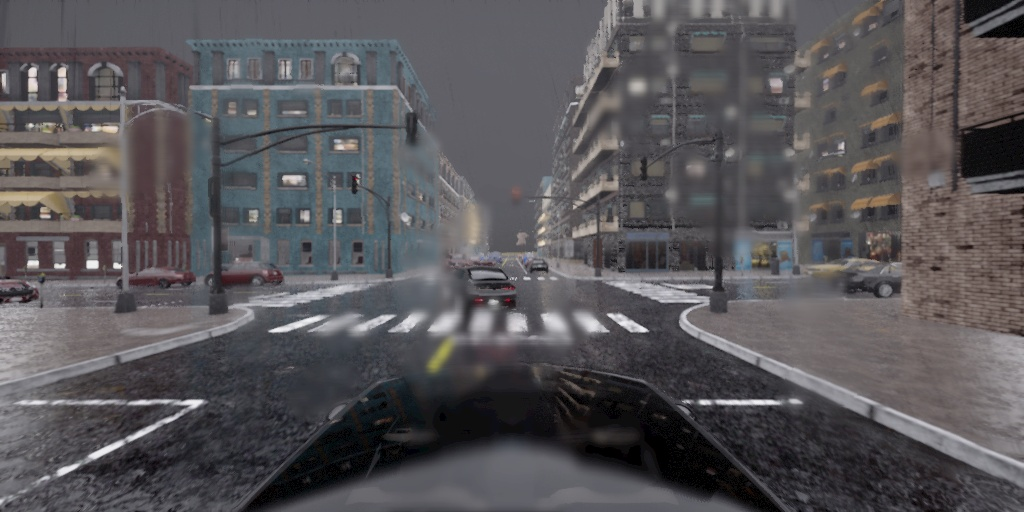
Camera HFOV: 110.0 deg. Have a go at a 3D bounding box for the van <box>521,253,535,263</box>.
[{"bbox_3d":[2.557,0.502,51.521,1.690,1.789,3.998,0,0,0],"label":"van"}]

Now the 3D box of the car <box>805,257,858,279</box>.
[{"bbox_3d":[21.130,0.760,22.413,4.829,1.417,1.751,0,0,0],"label":"car"}]

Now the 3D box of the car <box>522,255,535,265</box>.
[{"bbox_3d":[2.558,0.810,45.969,1.802,1.307,4.207,0,0,0],"label":"car"}]

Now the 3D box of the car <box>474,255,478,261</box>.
[{"bbox_3d":[-5.321,0.840,40.415,1.888,1.381,4.507,0,0,0],"label":"car"}]

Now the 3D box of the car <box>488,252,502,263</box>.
[{"bbox_3d":[-2.806,0.264,61.035,2.150,2.045,5.566,0,1,1],"label":"car"}]

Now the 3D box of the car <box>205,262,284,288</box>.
[{"bbox_3d":[-16.909,1.145,22.713,4.097,1.591,1.967,0,0,0],"label":"car"}]

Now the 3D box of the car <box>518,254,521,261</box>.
[{"bbox_3d":[2.555,0.466,62.623,1.967,1.591,4.097,0,0,0],"label":"car"}]

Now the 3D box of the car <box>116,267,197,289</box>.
[{"bbox_3d":[-22.457,1.355,22.751,4.207,1.307,1.802,0,0,0],"label":"car"}]

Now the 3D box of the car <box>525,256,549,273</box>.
[{"bbox_3d":[2.560,0.927,34.865,1.948,1.339,4.313,0,0,0],"label":"car"}]

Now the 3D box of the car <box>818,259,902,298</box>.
[{"bbox_3d":[15.600,0.933,14.575,4.403,1.370,2.007,0,0,0],"label":"car"}]

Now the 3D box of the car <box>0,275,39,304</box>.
[{"bbox_3d":[-22.495,1.290,14.867,4.097,1.591,1.967,0,0,0],"label":"car"}]

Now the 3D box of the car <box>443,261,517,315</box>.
[{"bbox_3d":[-1.272,1.119,13.098,1.837,1.490,4.892,0,1,-18],"label":"car"}]

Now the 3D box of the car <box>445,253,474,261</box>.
[{"bbox_3d":[-5.321,0.676,34.864,2.192,1.841,5.009,0,0,0],"label":"car"}]

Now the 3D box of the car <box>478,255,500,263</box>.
[{"bbox_3d":[-2.849,0.861,43.334,1.895,1.301,4.718,0,1,0],"label":"car"}]
